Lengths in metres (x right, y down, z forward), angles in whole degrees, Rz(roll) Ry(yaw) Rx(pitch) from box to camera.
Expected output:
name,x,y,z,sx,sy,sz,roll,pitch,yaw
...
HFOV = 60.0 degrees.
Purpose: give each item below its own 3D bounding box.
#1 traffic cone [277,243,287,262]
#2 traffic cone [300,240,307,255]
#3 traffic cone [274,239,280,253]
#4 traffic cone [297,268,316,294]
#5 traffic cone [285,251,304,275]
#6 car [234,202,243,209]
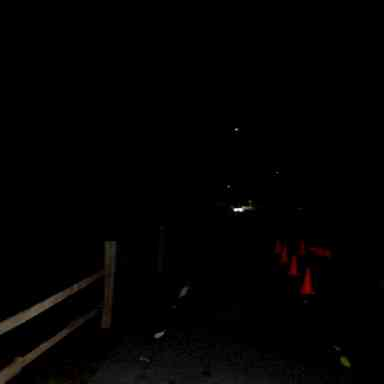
name,x,y,z,sx,sy,sz,roll,pitch,yaw
traffic cone,3.413,2.265,12.222,0.340,0.580,0.340,3,-1,8
traffic cone,4.672,2.349,14.067,0.340,0.580,0.340,3,-1,8
traffic cone,3.683,2.302,14.203,0.340,0.580,0.340,3,-1,8
traffic cone,2.871,2.191,8.259,0.340,0.580,0.340,3,-1,8
traffic cone,3.142,2.228,10.241,0.340,0.580,0.340,3,-1,8
car,11.176,3.294,80.646,2.128,1.511,4.902,3,-1,8
